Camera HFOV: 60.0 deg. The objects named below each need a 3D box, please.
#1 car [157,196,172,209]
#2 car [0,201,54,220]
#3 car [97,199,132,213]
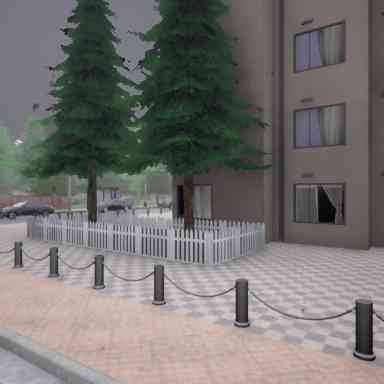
[{"bbox_3d":[-2.541,1.337,44.321,2.097,1.767,4.553,0,0,37],"label":"car"},{"bbox_3d":[-14.299,1.510,28.692,1.812,1.442,4.674,0,0,37],"label":"car"},{"bbox_3d":[-8.710,1.476,36.154,2.128,1.511,4.902,0,0,37],"label":"car"}]
